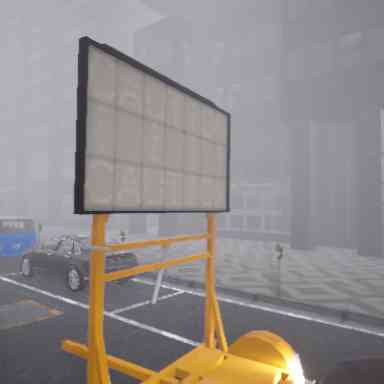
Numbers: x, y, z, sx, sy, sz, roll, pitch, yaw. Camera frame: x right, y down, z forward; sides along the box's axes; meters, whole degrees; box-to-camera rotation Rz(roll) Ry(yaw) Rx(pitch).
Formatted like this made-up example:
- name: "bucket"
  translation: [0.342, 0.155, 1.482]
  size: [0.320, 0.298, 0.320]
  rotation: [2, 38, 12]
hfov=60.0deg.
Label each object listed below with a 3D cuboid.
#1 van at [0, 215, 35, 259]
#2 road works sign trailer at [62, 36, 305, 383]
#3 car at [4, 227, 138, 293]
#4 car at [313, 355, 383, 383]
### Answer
- name: "van"
  translation: [-7.913, 1.805, 13.418]
  size: [3.998, 1.788, 1.690]
  rotation: [-1, -3, 38]
- name: "road works sign trailer"
  translation: [-0.393, 0.620, 3.501]
  size: [2.880, 3.560, 2.380]
  rotation: [-1, -3, 33]
- name: "car"
  translation: [-3.496, 1.933, 9.912]
  size: [4.403, 1.369, 2.008]
  rotation: [-1, -3, 38]
- name: "car"
  translation: [2.668, 1.695, 1.790]
  size: [4.181, 1.385, 1.994]
  rotation: [-2, -4, 32]
